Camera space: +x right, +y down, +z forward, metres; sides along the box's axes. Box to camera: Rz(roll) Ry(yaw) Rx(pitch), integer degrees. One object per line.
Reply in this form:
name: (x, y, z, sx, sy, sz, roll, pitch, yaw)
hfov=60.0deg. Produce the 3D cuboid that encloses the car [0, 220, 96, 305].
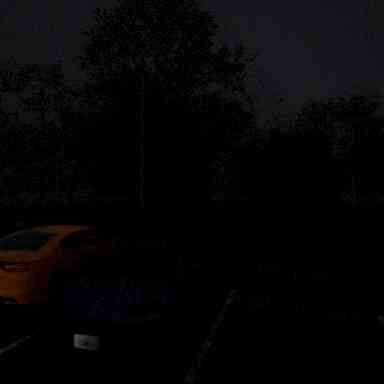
car: (-3.155, 1.555, 8.303, 2.097, 1.535, 5.008, -1, -1, 15)

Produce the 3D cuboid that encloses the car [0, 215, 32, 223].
car: (-5.604, 1.460, 9.975, 2.185, 1.767, 4.553, -1, -1, 15)

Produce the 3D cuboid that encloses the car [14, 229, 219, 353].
car: (-0.725, 1.555, 6.571, 2.163, 1.488, 4.792, 0, -1, 15)
